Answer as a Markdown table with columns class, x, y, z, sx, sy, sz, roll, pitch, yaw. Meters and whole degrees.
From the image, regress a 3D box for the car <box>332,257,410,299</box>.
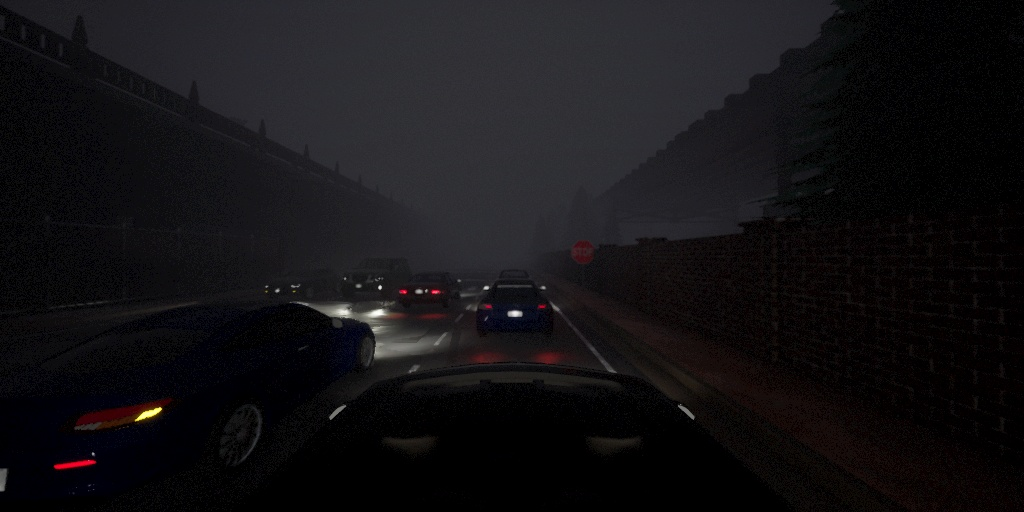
| class | x | y | z | sx | sy | sz | roll | pitch | yaw |
| --- | --- | --- | --- | --- | --- | --- | --- | --- | --- |
| car | -7.016 | 1.062 | 19.230 | 2.150 | 2.045 | 5.566 | 0 | -1 | 1 |

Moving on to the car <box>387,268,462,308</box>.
| class | x | y | z | sx | sy | sz | roll | pitch | yaw |
| --- | --- | --- | --- | --- | --- | --- | --- | --- | --- |
| car | -3.391 | 1.367 | 15.604 | 2.033 | 1.411 | 5.357 | 0 | 0 | 0 |

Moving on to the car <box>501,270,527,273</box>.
| class | x | y | z | sx | sy | sz | roll | pitch | yaw |
| --- | --- | --- | --- | --- | --- | --- | --- | --- | --- |
| car | 0.120 | 1.448 | 21.100 | 1.895 | 1.301 | 4.718 | 0 | 0 | 0 |

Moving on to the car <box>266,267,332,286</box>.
| class | x | y | z | sx | sy | sz | roll | pitch | yaw |
| --- | --- | --- | --- | --- | --- | --- | --- | --- | --- |
| car | -10.526 | 1.341 | 18.553 | 1.837 | 1.490 | 4.892 | 0 | -1 | 1 |

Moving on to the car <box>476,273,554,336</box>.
| class | x | y | z | sx | sy | sz | roll | pitch | yaw |
| --- | --- | --- | --- | --- | --- | --- | --- | --- | --- |
| car | 0.091 | 1.358 | 10.557 | 1.994 | 1.385 | 4.181 | 0 | 0 | 0 |

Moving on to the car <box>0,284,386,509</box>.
| class | x | y | z | sx | sy | sz | roll | pitch | yaw |
| --- | --- | --- | --- | --- | --- | --- | --- | --- | --- |
| car | -3.399 | 1.290 | 4.615 | 1.812 | 1.442 | 4.674 | 0 | 0 | 0 |
